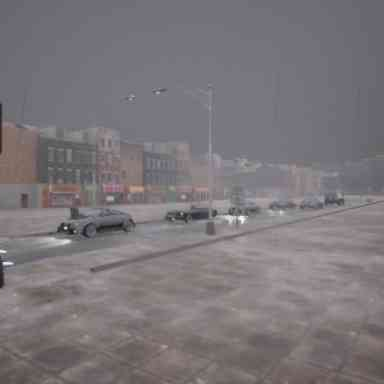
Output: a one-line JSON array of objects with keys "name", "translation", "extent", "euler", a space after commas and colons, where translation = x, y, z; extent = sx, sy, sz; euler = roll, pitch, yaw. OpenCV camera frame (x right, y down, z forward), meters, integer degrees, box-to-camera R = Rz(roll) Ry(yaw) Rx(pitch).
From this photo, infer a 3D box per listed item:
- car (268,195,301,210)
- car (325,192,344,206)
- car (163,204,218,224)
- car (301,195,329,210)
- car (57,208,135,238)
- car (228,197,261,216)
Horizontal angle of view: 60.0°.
[{"name": "car", "translation": [11.232, 1.462, 41.019], "extent": [2.033, 1.411, 5.357], "euler": [0, 0, 36]}, {"name": "car", "translation": [21.698, 1.087, 50.817], "extent": [2.150, 2.045, 5.566], "euler": [0, 0, 34]}, {"name": "car", "translation": [-0.033, 1.583, 25.132], "extent": [1.895, 1.301, 4.718], "euler": [0, 0, 35]}, {"name": "car", "translation": [14.880, 1.450, 41.159], "extent": [2.033, 1.411, 5.357], "euler": [0, 0, 35]}, {"name": "car", "translation": [-5.071, 1.578, 17.992], "extent": [1.994, 1.385, 4.181], "euler": [0, 0, 36]}, {"name": "car", "translation": [5.154, 1.514, 32.482], "extent": [1.994, 1.385, 4.181], "euler": [0, 0, 35]}]
